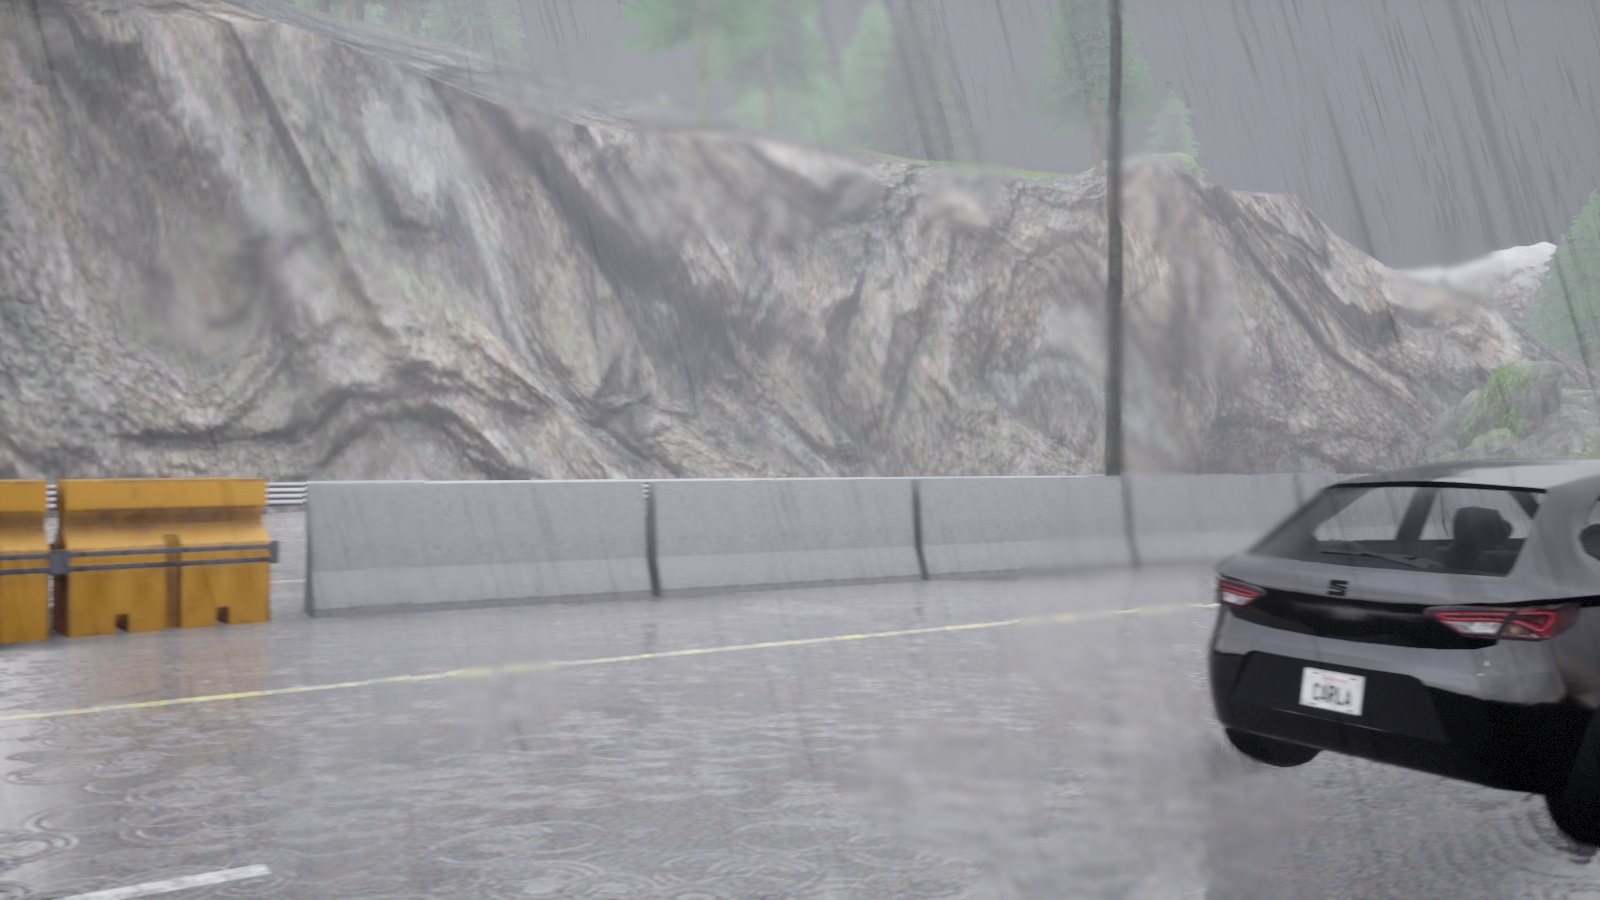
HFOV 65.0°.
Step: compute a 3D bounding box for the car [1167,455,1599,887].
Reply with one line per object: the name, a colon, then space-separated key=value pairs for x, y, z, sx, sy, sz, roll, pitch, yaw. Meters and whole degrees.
car: x=3.977 y=0.764 z=6.184 sx=4.193 sy=1.474 sz=1.816 roll=0 pitch=0 yaw=-32
